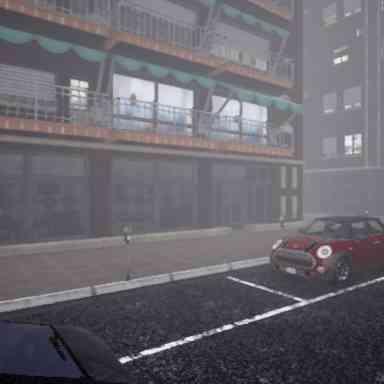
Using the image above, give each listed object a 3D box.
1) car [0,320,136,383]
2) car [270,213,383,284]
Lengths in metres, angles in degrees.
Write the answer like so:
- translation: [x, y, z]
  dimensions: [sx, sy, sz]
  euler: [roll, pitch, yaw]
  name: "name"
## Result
- translation: [-2.317, 1.564, 1.725]
  dimensions: [4.181, 1.385, 1.994]
  euler: [0, 0, -36]
  name: "car"
- translation: [4.103, 1.437, 9.489]
  dimensions: [4.097, 1.590, 1.967]
  euler: [0, 0, -36]
  name: "car"
